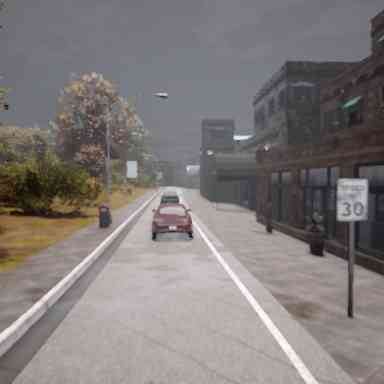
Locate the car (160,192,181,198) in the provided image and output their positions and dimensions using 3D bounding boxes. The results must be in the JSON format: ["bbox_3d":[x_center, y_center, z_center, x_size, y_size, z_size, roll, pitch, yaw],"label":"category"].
[{"bbox_3d":[-2.249,0.719,34.310,1.837,1.490,4.892,0,2,-4],"label":"car"}]

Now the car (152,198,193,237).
[{"bbox_3d":[-0.972,1.269,16.197,1.812,1.442,4.674,0,2,-4],"label":"car"}]
